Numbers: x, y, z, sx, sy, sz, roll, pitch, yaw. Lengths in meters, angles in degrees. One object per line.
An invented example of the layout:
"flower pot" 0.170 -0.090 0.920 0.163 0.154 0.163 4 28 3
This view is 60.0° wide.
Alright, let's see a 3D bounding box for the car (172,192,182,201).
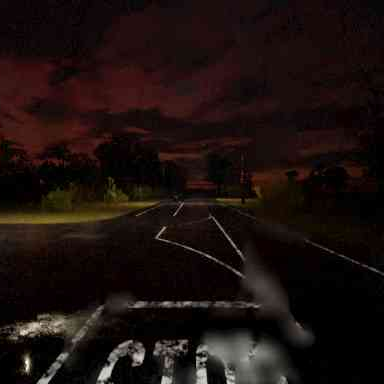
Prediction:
"car" -3.429 1.116 76.978 2.150 2.045 5.566 0 0 2
